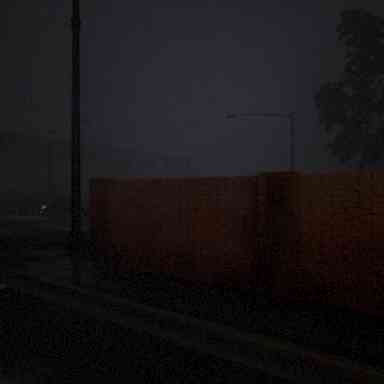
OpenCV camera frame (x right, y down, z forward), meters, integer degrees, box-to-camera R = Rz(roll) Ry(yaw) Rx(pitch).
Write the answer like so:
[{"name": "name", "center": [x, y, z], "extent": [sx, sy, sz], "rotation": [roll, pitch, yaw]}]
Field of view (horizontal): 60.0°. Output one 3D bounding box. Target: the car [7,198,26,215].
[{"name": "car", "center": [-15.631, 1.196, 33.762], "extent": [2.150, 2.045, 5.566], "rotation": [0, 0, 36]}]

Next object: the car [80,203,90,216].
[{"name": "car", "center": [-6.462, 1.530, 28.229], "extent": [2.033, 1.411, 5.357], "rotation": [0, 0, 36]}]

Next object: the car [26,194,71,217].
[{"name": "car", "center": [-12.802, 1.329, 31.695], "extent": [2.097, 1.767, 4.553], "rotation": [0, 0, 36]}]
